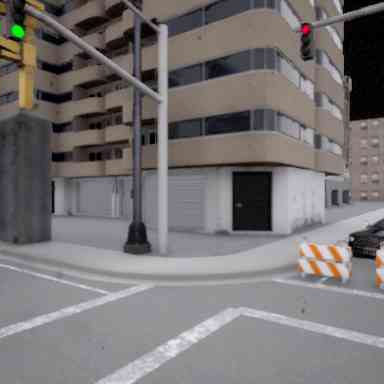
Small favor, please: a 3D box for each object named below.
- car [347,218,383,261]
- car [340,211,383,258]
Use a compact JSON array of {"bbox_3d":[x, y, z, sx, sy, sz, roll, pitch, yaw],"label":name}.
[{"bbox_3d":[7.205,1.453,11.122,4.974,1.542,2.038,0,0,-30],"label":"car"},{"bbox_3d":[7.250,1.295,11.148,4.536,1.218,1.853,0,0,-30],"label":"car"}]
